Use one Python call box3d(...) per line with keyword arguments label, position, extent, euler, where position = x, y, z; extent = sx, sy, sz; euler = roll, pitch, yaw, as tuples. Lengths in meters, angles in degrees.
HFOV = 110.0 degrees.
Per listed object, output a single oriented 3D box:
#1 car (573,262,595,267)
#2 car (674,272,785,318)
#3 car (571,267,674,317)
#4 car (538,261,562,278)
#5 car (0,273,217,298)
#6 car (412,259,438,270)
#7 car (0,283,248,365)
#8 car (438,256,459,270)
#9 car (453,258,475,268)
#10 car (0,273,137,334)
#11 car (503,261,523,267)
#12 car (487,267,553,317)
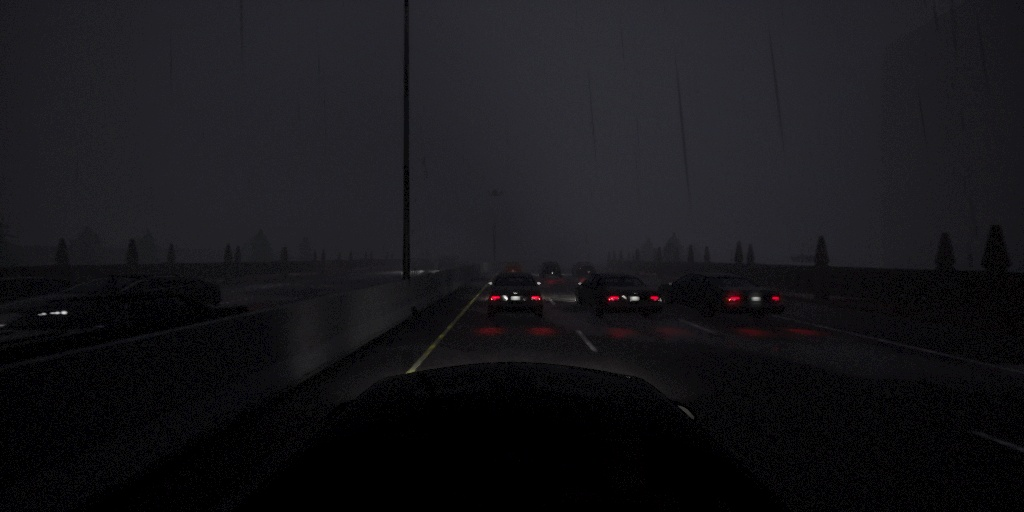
box3d(label="car", position=(7.106, 1.273, 35.465), extent=(1.812, 1.442, 4.674), euler=(0, 0, 0))
box3d(label="car", position=(7.102, 1.297, 12.947), extent=(2.033, 1.411, 5.357), euler=(0, 0, 0))
box3d(label="car", position=(3.602, 1.297, 13.037), extent=(2.033, 1.411, 5.357), euler=(0, 0, 0))
box3d(label="car", position=(3.610, 1.253, 34.386), extent=(1.837, 1.490, 4.892), euler=(0, 0, 0))
box3d(label="car", position=(-10.598, 1.241, 9.916), extent=(2.128, 1.511, 4.902), euler=(0, 0, 0))
box3d(label="car", position=(-13.000, 1.238, 52.446), extent=(2.128, 1.511, 4.902), euler=(0, 0, 7))
box3d(label="car", position=(-7.100, 1.351, 6.119), extent=(1.895, 1.301, 4.718), euler=(0, 0, 0))
box3d(label="car", position=(-9.360, 0.967, 53.357), extent=(2.150, 2.045, 5.566), euler=(0, 0, 9))
box3d(label="car", position=(-6.279, 1.311, 49.603), extent=(1.994, 1.385, 4.181), euler=(0, 0, 6))
box3d(label="car", position=(-14.099, 1.297, 9.834), extent=(2.033, 1.411, 5.357), euler=(0, 0, 0))
box3d(label="car", position=(0.124, 1.225, 36.038), extent=(1.882, 1.535, 5.008), euler=(0, 0, 0))
box3d(label="car", position=(0.102, 1.297, 13.142), extent=(2.033, 1.411, 5.357), euler=(0, 0, 0))
